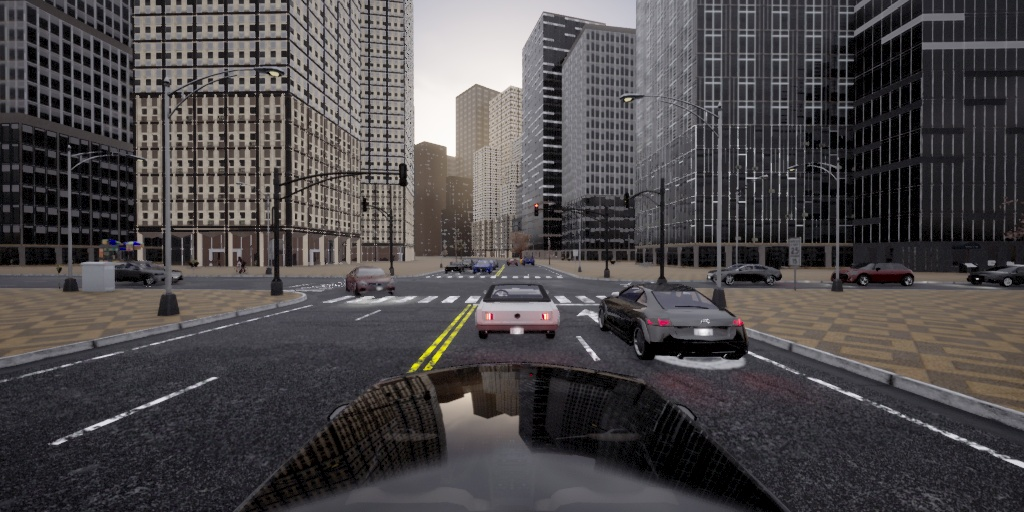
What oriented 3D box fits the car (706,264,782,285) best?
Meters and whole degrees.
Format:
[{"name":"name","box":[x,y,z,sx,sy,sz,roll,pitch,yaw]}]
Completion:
[{"name":"car","box":[16.877,1.302,26.168,4.902,1.511,2.128,0,0,1]}]

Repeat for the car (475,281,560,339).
[{"name":"car","box":[0.120,1.348,10.054,1.895,1.301,4.718,0,0,0]}]

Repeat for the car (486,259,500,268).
[{"name":"car","box":[-3.204,1.231,60.391,2.033,1.411,5.357,0,0,0]}]

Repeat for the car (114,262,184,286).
[{"name":"car","box":[-24.683,1.136,23.825,4.902,1.511,2.128,0,0,2]}]

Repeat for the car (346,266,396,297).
[{"name":"car","box":[-7.553,1.275,18.991,1.812,1.442,4.674,1,-1,-33]}]

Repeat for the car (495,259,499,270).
[{"name":"car","box":[-3.227,1.230,50.012,1.812,1.442,4.674,0,0,0]}]

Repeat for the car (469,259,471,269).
[{"name":"car","box":[-6.473,1.206,51.696,1.837,1.490,4.892,0,0,0]}]

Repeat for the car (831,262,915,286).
[{"name":"car","box":[25.959,1.204,25.951,4.553,1.767,2.097,0,0,1]}]

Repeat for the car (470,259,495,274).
[{"name":"car","box":[-3.252,1.199,40.669,1.882,1.535,5.008,0,0,0]}]

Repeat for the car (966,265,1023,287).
[{"name":"car","box":[35.860,1.402,25.714,4.892,1.490,1.837,0,0,1]}]

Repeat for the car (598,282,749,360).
[{"name":"car","box":[3.372,1.312,8.334,1.994,1.385,4.181,0,0,0]}]

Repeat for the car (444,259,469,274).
[{"name":"car","box":[-6.502,1.321,41.345,1.895,1.301,4.718,0,0,0]}]

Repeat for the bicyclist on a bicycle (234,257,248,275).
[{"name":"bicyclist on a bicycle","box":[-24.630,0.872,32.559,0.582,1.620,1.656,0,1,2]}]
